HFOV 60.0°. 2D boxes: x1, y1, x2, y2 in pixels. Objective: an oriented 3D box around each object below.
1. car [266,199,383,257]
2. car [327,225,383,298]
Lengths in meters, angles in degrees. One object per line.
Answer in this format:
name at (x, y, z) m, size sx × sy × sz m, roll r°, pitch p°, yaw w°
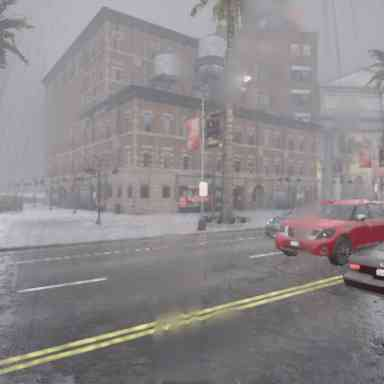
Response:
car at (5.530, 1.301, 12.185) m, size 5.566 × 2.045 × 2.150 m, roll 0°, pitch 0°, yaw -35°
car at (5.707, 1.611, 7.793) m, size 5.357 × 1.411 × 2.033 m, roll 0°, pitch 0°, yaw -35°
